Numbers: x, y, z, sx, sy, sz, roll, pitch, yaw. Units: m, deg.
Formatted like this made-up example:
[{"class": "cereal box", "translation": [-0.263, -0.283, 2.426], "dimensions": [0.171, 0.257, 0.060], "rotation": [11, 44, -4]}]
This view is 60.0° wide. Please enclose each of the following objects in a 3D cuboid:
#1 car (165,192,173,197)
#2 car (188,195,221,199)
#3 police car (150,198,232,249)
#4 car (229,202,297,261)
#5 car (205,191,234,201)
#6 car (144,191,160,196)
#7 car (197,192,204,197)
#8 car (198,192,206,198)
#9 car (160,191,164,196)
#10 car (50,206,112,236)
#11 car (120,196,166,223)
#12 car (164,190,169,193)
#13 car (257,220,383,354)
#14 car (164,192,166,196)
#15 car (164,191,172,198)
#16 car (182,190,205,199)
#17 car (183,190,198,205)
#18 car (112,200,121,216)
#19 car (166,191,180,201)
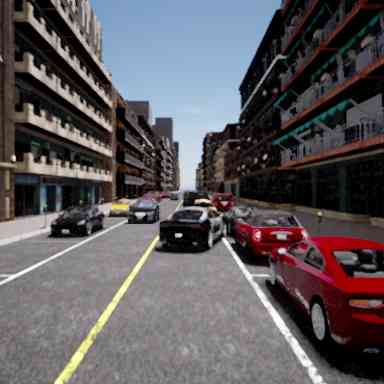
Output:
[{"class": "car", "translation": [-6.156, 0.660, 90.618], "dimensions": [1.887, 1.381, 4.507], "rotation": [0, 1, 0]}, {"class": "car", "translation": [0.777, 1.226, 24.066], "dimensions": [1.801, 1.575, 5.366], "rotation": [0, 1, 0]}, {"class": "police car", "translation": [0.227, 1.290, 14.160], "dimensions": [1.930, 1.638, 5.238], "rotation": [0, 1, 16]}, {"class": "car", "translation": [2.633, 1.328, 11.752], "dimensions": [1.967, 1.590, 4.097], "rotation": [0, 1, 0]}, {"class": "car", "translation": [2.547, 1.041, 28.659], "dimensions": [2.192, 1.841, 5.009], "rotation": [0, 1, 0]}, {"class": "car", "translation": [-5.923, 1.001, 45.529], "dimensions": [1.967, 1.590, 4.097], "rotation": [0, 1, 0]}, {"class": "car", "translation": [2.224, 0.661, 90.657], "dimensions": [1.887, 1.381, 4.507], "rotation": [0, 1, 0]}, {"class": "car", "translation": [2.281, 0.752, 79.555], "dimensions": [1.752, 1.417, 4.829], "rotation": [0, 1, 0]}, {"class": "car", "translation": [-5.951, 0.821, 51.164], "dimensions": [2.192, 1.841, 5.009], "rotation": [0, 1, 0]}, {"class": "car", "translation": [-5.777, 1.399, 17.348], "dimensions": [1.947, 1.339, 4.313], "rotation": [0, 1, 0]}, {"class": "car", "translation": [-3.217, 1.271, 23.021], "dimensions": [2.128, 1.511, 4.902], "rotation": [0, 1, 0]}, {"class": "car", "translation": [-6.097, 0.543, 79.344], "dimensions": [2.192, 1.841, 5.009], "rotation": [0, 1, 0]}, {"class": "car", "translation": [2.662, 1.486, 6.117], "dimensions": [1.887, 1.381, 4.507], "rotation": [0, 1, 0]}, {"class": "car", "translation": [-5.982, 1.032, 56.803], "dimensions": [1.802, 1.307, 4.206], "rotation": [0, 1, 0]}, {"class": "car", "translation": [-6.127, 0.612, 84.980], "dimensions": [1.967, 1.590, 4.097], "rotation": [0, 1, 0]}, {"class": "car", "translation": [0.425, 0.934, 29.859], "dimensions": [2.150, 2.045, 5.566], "rotation": [0, 0, -3]}, {"class": "car", "translation": [-0.259, 0.737, 50.275], "dimensions": [2.150, 2.045, 5.566], "rotation": [0, 1, 0]}, {"class": "car", "translation": [-5.834, 1.252, 28.451], "dimensions": [1.752, 1.417, 4.829], "rotation": [0, 1, 0]}, {"class": "car", "translation": [-3.355, 0.892, 63.398], "dimensions": [1.837, 1.490, 4.892], "rotation": [0, 1, 0]}]
